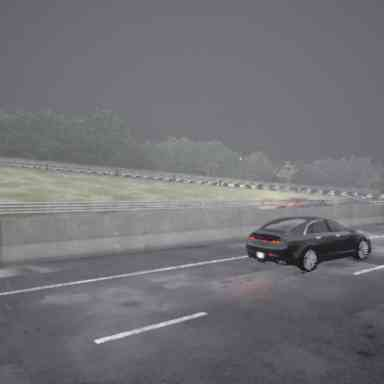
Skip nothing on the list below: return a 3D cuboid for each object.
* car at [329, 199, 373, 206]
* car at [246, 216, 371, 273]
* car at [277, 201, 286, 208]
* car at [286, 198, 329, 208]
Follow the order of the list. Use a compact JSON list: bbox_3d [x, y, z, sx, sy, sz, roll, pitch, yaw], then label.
[{"bbox_3d":[15.821,1.453,32.378,4.553,1.767,2.097,0,0,-35],"label":"car"},{"bbox_3d":[3.928,1.536,10.856,4.892,1.490,1.837,0,0,-35],"label":"car"},{"bbox_3d":[11.780,1.452,38.092,4.553,1.767,2.097,0,0,-35],"label":"car"},{"bbox_3d":[12.558,1.643,34.359,5.357,1.411,2.033,0,0,-35],"label":"car"}]
